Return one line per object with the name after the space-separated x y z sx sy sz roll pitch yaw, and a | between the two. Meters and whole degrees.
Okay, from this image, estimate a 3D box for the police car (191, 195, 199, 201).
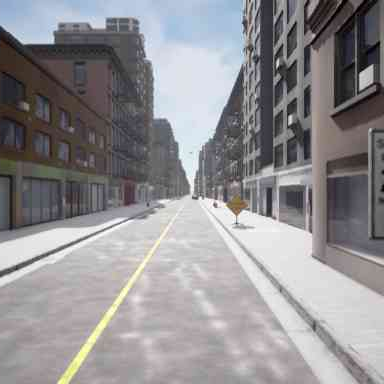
0.900 1.528 90.264 1.930 1.638 5.238 0 0 0 | police car

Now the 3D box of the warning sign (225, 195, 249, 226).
2.717 1.100 20.153 1.300 1.860 1.060 0 0 0 | warning sign
